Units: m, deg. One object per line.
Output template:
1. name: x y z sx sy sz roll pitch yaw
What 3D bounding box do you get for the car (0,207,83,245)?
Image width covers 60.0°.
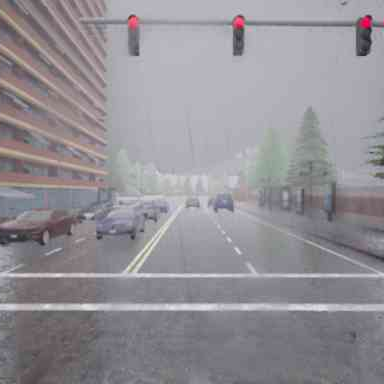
1. car: -7.079 1.489 15.718 1.882 1.535 5.008 0 0 0

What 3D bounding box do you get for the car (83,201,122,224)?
1. car: -7.073 1.509 25.185 2.128 1.511 4.902 0 0 0

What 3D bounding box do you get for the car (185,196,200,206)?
1. car: 0.030 1.529 55.683 2.128 1.511 4.902 0 0 -6

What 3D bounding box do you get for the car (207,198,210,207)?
1. car: 3.528 1.387 52.270 2.097 1.767 4.553 0 0 0

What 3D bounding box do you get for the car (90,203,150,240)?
1. car: -3.575 1.538 17.370 1.812 1.442 4.674 0 0 0

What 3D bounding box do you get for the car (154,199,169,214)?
1. car: -3.551 1.502 36.281 1.882 1.535 5.008 0 0 0

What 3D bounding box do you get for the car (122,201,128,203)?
1. car: -7.052 1.625 35.348 1.895 1.301 4.718 0 0 0

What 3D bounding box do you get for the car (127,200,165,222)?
1. car: -3.565 1.582 26.130 1.994 1.385 4.181 0 0 1

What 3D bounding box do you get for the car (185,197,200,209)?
1. car: 0.125 1.523 46.259 2.128 1.511 4.902 0 0 0

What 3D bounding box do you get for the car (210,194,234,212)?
1. car: 3.621 1.249 38.970 2.150 2.045 5.566 0 0 0
